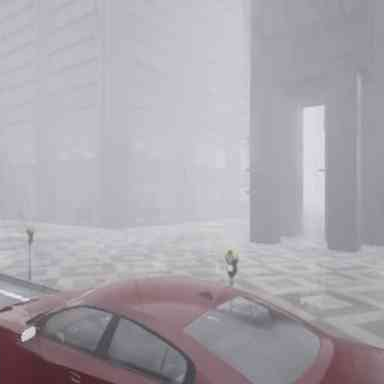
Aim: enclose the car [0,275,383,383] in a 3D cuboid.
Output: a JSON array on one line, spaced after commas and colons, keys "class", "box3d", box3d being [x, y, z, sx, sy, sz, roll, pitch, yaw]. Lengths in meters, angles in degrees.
[{"class": "car", "box3d": [-0.489, 1.548, 3.310, 4.507, 1.381, 1.887, 0, 0, 36]}]
